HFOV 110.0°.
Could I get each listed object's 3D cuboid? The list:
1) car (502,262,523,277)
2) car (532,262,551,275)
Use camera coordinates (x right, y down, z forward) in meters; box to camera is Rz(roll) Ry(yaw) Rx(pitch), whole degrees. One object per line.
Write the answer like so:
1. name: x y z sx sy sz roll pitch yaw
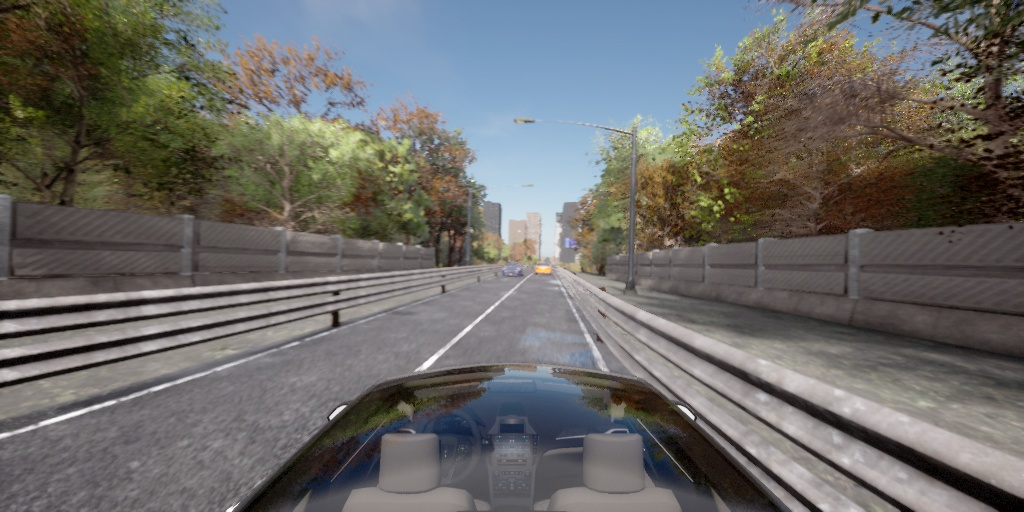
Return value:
1. car: 0.111 1.432 40.658 2.097 1.767 4.553 2 -1 6
2. car: 4.246 1.668 48.732 2.097 1.767 4.553 2 -1 6
